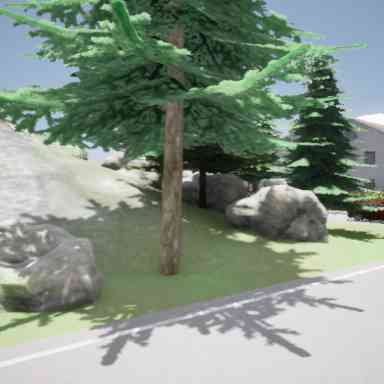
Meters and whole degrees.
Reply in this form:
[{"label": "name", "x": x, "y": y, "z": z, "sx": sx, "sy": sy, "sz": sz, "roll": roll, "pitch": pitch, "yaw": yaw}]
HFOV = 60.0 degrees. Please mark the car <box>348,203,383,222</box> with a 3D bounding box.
[{"label": "car", "x": 13.999, "y": 1.466, "z": 24.167, "sx": 1.882, "sy": 1.535, "sz": 5.008, "roll": 0, "pitch": 0, "yaw": -35}]
